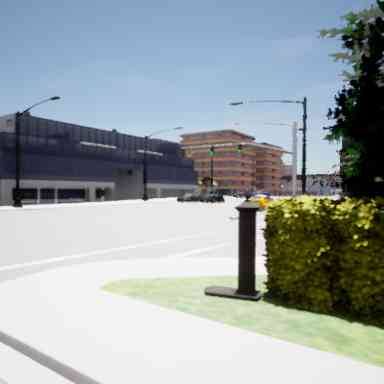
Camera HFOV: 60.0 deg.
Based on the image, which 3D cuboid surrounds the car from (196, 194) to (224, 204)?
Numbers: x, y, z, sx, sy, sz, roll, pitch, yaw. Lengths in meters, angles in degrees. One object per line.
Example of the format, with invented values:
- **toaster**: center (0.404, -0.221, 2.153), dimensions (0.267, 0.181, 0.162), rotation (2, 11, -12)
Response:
- **car**: center (2.999, 0.921, 48.407), dimensions (1.994, 1.385, 4.181), rotation (1, 2, 35)

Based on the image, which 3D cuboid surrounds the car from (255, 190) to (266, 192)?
- **car**: center (12.673, 0.421, 62.122), dimensions (1.882, 1.535, 5.008), rotation (1, 1, 36)

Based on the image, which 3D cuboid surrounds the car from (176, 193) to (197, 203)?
- **car**: center (-0.100, 0.875, 50.087), dimensions (2.033, 1.411, 5.357), rotation (1, 2, 35)

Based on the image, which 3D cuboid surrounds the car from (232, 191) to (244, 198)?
- **car**: center (9.622, 0.456, 63.842), dimensions (2.033, 1.411, 5.357), rotation (1, 1, 36)

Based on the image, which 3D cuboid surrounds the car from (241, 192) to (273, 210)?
- **car**: center (7.672, 1.114, 36.625), dimensions (1.882, 1.535, 5.008), rotation (1, 1, 35)
